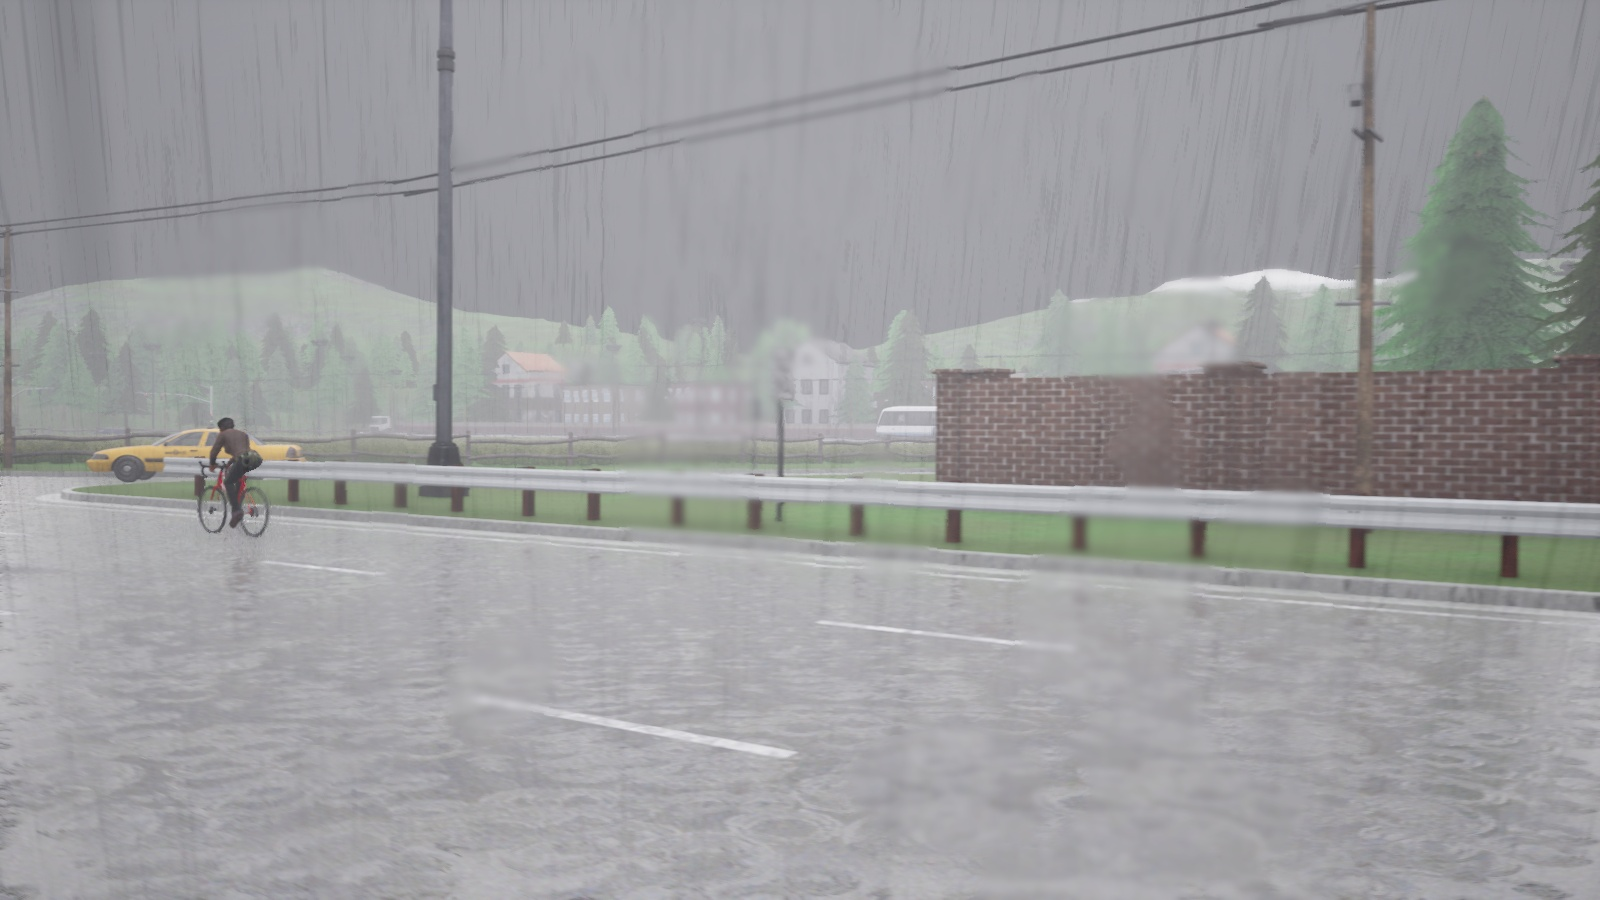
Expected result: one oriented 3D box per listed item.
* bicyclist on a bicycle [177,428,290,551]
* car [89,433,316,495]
[{"bbox_3d":[-7.758,0.520,17.179,1.656,1.620,0.582,-1,1,34],"label":"bicyclist on a bicycle"},{"bbox_3d":[-16.257,0.347,34.480,5.366,1.575,1.801,-1,1,-15],"label":"car"}]
